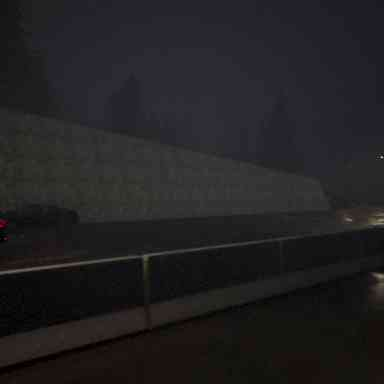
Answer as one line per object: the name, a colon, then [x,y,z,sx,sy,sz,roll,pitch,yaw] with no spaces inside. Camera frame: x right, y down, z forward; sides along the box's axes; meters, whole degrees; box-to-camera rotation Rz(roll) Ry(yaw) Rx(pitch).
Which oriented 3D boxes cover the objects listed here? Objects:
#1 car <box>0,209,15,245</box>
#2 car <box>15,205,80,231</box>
car: [-8.947,1.219,10.501,5.566,2.045,2.150,0,0,-35]
car: [-8.970,1.496,19.066,4.902,1.511,2.128,0,0,-35]
